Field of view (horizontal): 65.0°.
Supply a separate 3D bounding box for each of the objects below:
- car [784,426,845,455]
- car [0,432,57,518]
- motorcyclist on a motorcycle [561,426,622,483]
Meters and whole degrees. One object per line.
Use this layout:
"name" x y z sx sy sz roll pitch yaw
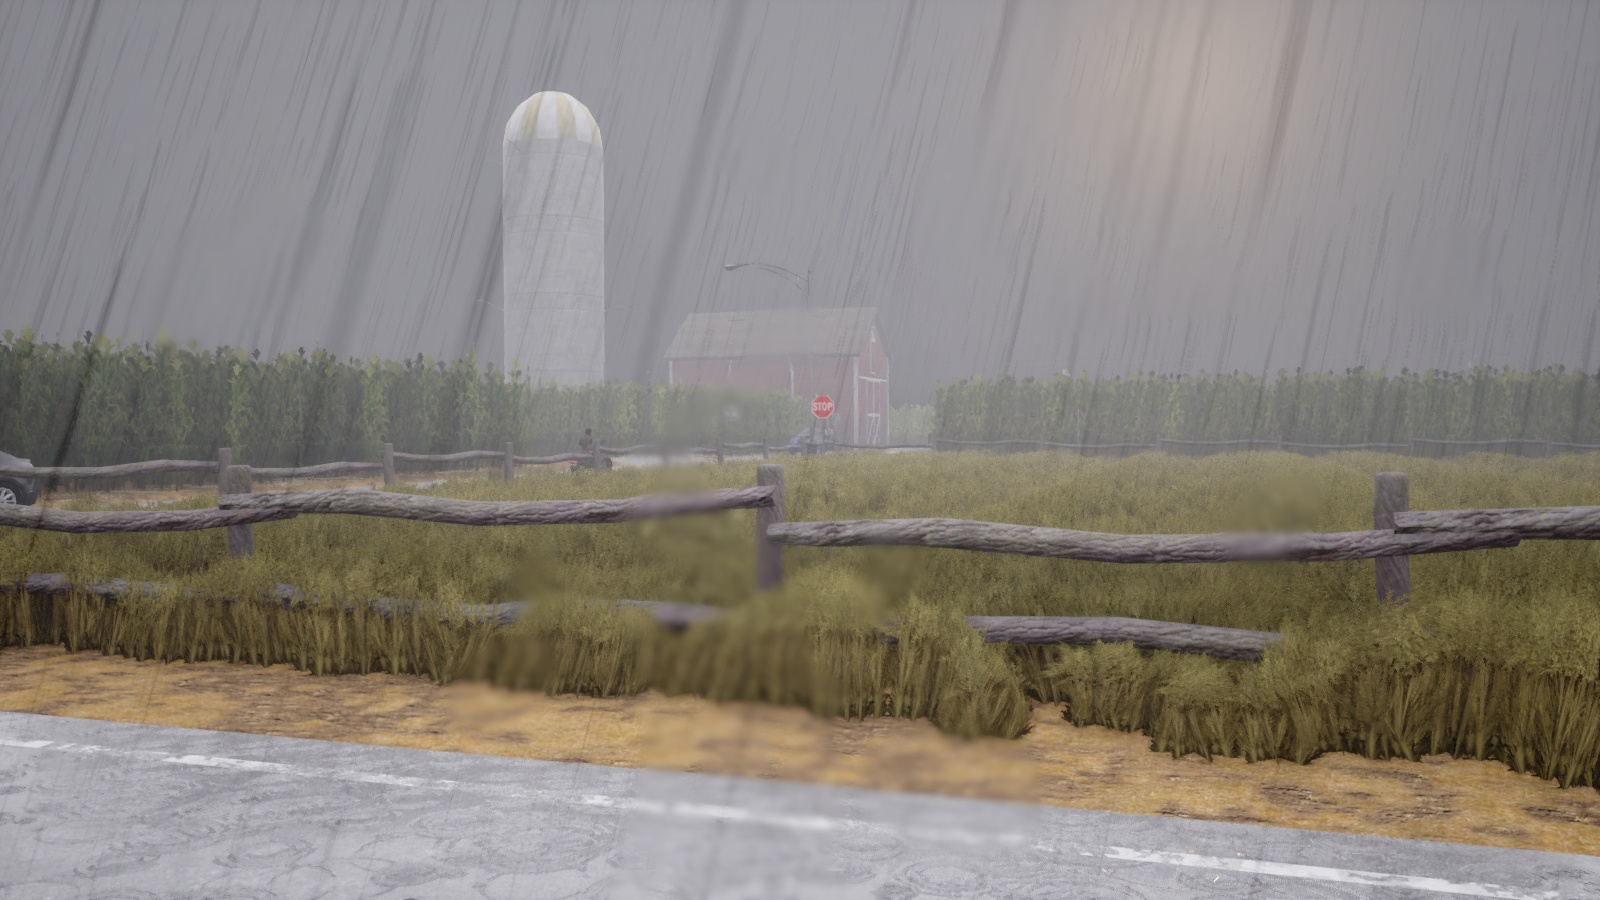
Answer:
"car" 0.848 -0.512 68.200 2.007 1.525 4.514 1 0 19
"car" -15.187 0.441 20.839 1.837 1.490 4.892 1 1 19
"motorcyclist on a motorcycle" -6.225 0.106 37.639 0.766 1.649 2.350 1 1 19
